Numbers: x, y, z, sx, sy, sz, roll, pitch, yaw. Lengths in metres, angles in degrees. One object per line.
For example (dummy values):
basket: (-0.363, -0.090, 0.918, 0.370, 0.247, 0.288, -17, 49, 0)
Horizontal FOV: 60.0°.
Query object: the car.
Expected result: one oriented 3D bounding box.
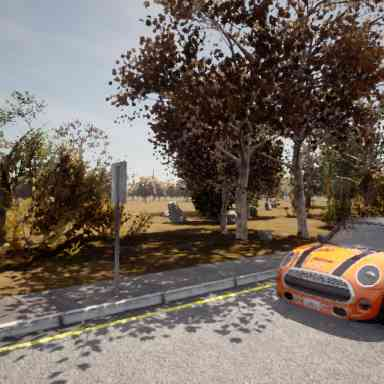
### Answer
car: (3.909, 1.353, 7.111, 4.553, 1.767, 2.097, 0, 0, -36)
